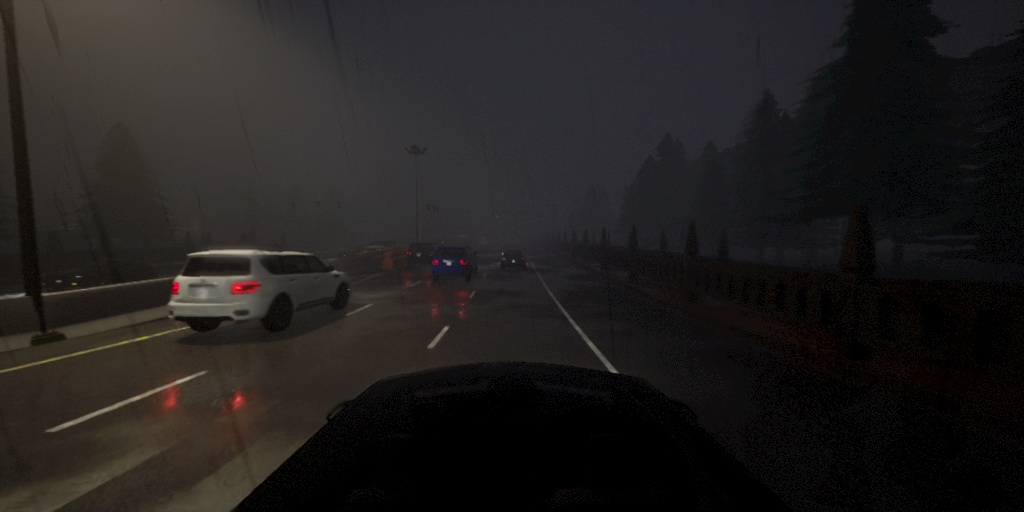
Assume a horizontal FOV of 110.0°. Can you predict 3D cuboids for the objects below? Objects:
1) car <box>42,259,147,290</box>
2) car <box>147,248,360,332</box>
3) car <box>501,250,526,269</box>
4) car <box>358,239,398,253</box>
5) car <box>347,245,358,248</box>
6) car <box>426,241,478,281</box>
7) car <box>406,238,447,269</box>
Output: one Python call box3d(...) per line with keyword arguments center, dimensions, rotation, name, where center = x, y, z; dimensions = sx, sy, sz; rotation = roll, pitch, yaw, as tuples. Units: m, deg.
box3d(center=(-21.098, 0.877, 18.654), dimensions=(1.994, 1.385, 4.181), rotation=(0, 3, 0), name="car")
box3d(center=(-6.903, 0.867, 10.695), dimensions=(2.150, 2.045, 5.566), rotation=(0, 1, 0), name="car")
box3d(center=(0.117, 0.222, 28.599), dimensions=(1.994, 1.385, 4.181), rotation=(0, 4, 0), name="car")
box3d(center=(-13.964, -0.786, 38.435), dimensions=(2.150, 2.045, 5.566), rotation=(0, 3, 1), name="car")
box3d(center=(-17.441, -0.573, 40.064), dimensions=(2.033, 1.411, 5.357), rotation=(0, 4, 1), name="car")
box3d(center=(-3.404, 0.323, 22.026), dimensions=(2.150, 2.045, 5.566), rotation=(0, 4, 0), name="car")
box3d(center=(-6.883, -0.159, 29.159), dimensions=(2.150, 2.045, 5.566), rotation=(0, 4, 0), name="car")
